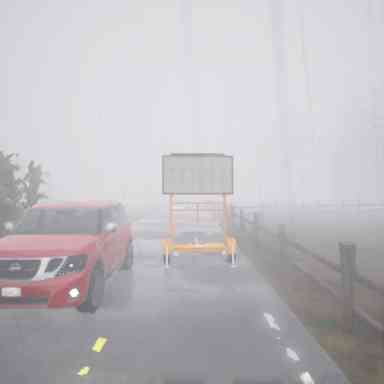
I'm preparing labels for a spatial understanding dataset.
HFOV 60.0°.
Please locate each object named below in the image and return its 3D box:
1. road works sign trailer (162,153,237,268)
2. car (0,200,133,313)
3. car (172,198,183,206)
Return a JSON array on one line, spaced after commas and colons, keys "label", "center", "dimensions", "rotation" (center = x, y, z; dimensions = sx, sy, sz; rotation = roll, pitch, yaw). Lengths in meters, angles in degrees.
[{"label": "road works sign trailer", "center": [0.189, 0.485, 11.375], "dimensions": [2.380, 3.560, 2.880], "rotation": [0, 0, -2]}, {"label": "car", "center": [-2.842, 1.232, 8.006], "dimensions": [2.150, 2.045, 5.566], "rotation": [0, 0, 0]}, {"label": "car", "center": [-2.666, 1.876, 61.799], "dimensions": [2.128, 1.511, 4.902], "rotation": [0, 0, 0]}]
